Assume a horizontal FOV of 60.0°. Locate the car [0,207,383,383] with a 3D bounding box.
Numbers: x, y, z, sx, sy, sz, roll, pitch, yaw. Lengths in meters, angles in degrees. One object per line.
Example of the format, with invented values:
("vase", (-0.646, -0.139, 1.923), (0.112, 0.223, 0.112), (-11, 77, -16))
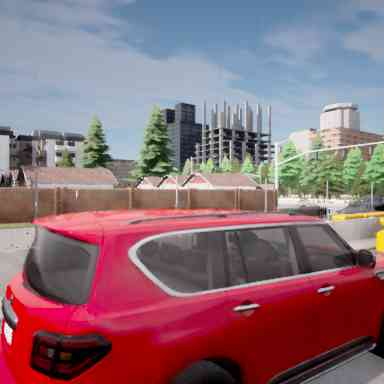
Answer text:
("car", (0.704, 1.220, 4.245), (5.566, 2.045, 2.150), (0, 0, -36))
